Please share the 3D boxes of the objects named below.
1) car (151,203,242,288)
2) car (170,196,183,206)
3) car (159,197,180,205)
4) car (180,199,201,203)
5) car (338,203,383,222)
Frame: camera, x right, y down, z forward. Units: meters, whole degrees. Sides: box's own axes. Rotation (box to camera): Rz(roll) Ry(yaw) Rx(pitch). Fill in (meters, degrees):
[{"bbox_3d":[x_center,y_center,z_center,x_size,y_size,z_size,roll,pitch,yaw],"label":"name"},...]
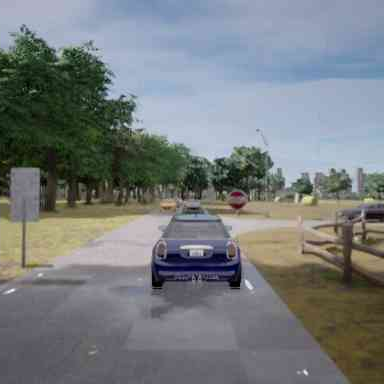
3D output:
[{"bbox_3d":[0.100,1.368,9.466,2.097,1.767,4.553,0,0,0],"label":"car"},{"bbox_3d":[-2.769,1.646,61.311,2.097,1.767,4.553,0,-1,1],"label":"car"},{"bbox_3d":[-2.840,1.604,40.167,1.882,1.535,5.008,0,0,0],"label":"car"},{"bbox_3d":[0.113,1.592,30.039,1.837,1.490,4.892,1,0,0],"label":"car"},{"bbox_3d":[14.190,1.625,26.483,4.892,1.490,1.837,0,-2,0],"label":"car"}]
